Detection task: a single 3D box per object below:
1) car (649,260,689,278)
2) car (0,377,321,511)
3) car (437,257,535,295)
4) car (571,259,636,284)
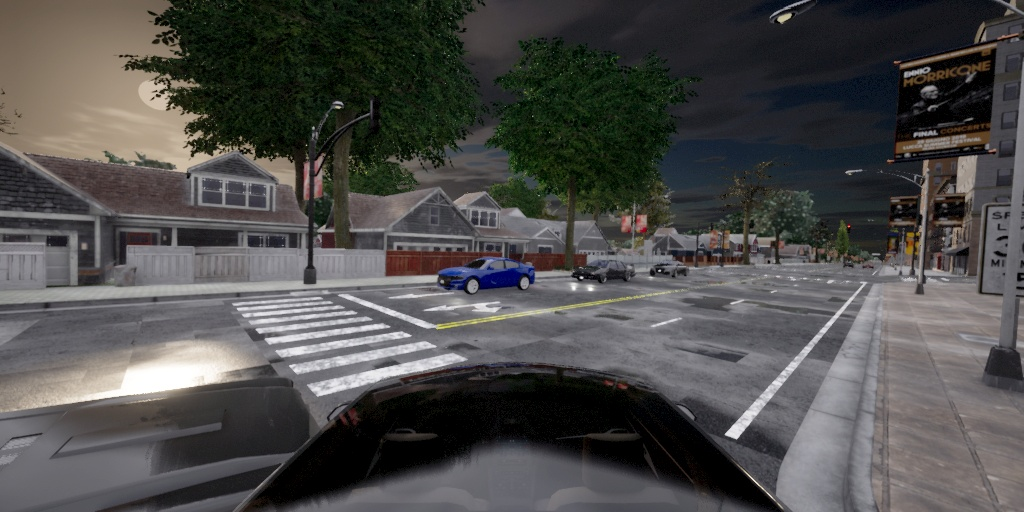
[{"bbox_3d":[13.347,1.021,30.300,4.181,1.385,1.994,1,2,-44],"label":"car"},{"bbox_3d":[-3.316,1.283,1.332,4.718,1.301,1.895,1,2,-34],"label":"car"},{"bbox_3d":[-1.066,0.802,16.510,5.008,1.535,1.882,0,2,-44],"label":"car"},{"bbox_3d":[6.125,0.937,23.404,5.357,1.411,2.033,1,2,-44],"label":"car"}]
